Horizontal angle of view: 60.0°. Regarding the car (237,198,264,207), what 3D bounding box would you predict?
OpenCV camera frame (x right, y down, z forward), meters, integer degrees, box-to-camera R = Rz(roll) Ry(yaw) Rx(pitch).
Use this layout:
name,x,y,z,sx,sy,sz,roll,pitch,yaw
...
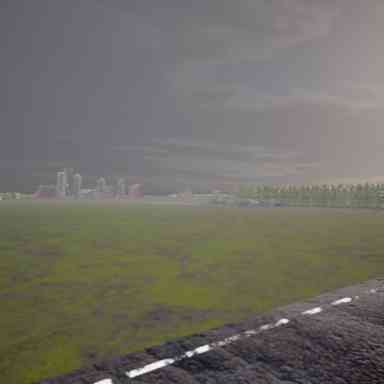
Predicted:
name,x,y,z,sx,sy,sz,roll,pitch,yaw
car,10.591,1.929,62.575,2.128,1.511,4.902,0,-1,-34

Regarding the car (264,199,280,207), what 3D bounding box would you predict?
name,x,y,z,sx,sy,sz,roll,pitch,yaw
car,14.376,1.988,62.009,1.994,1.385,4.181,0,-1,-34

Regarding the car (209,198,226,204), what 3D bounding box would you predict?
name,x,y,z,sx,sy,sz,roll,pitch,yaw
car,5.660,2.005,74.652,1.994,1.385,4.181,0,-1,-35
